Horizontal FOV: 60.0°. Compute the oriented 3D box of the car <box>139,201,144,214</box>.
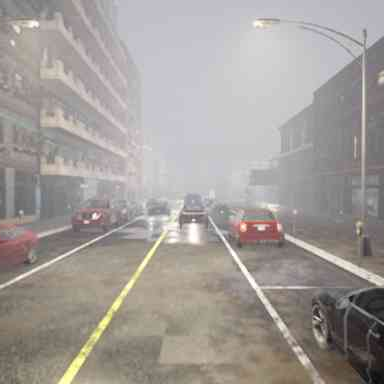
[{"bbox_3d":[-5.693,1.530,31.850,2.008,1.369,4.403,0,0,0],"label":"car"}]

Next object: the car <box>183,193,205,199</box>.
[{"bbox_3d":[0.101,1.196,40.988,2.150,2.045,5.566,0,0,0],"label":"car"}]

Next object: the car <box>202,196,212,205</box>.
[{"bbox_3d":[2.688,1.510,60.498,1.752,1.417,4.829,0,0,0],"label":"car"}]

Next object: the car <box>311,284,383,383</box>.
[{"bbox_3d":[2.686,1.562,3.362,1.947,1.339,4.313,0,0,0],"label":"car"}]

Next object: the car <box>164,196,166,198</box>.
[{"bbox_3d":[-5.692,1.514,65.860,1.752,1.417,4.829,0,0,0],"label":"car"}]

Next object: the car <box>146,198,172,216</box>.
[{"bbox_3d":[-3.008,1.544,31.672,1.994,1.385,4.181,0,0,0],"label":"car"}]

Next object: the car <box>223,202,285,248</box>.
[{"bbox_3d":[2.685,1.427,14.755,1.967,1.590,4.097,0,0,0],"label":"car"}]

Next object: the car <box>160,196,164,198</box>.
[{"bbox_3d":[-5.693,1.546,48.940,1.947,1.339,4.313,0,0,0],"label":"car"}]

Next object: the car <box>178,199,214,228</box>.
[{"bbox_3d":[0.102,1.474,22.054,2.128,1.511,4.902,0,0,0],"label":"car"}]

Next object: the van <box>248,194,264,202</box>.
[{"bbox_3d":[14.662,1.402,76.790,3.998,1.788,1.690,0,0,0],"label":"van"}]

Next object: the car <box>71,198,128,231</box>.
[{"bbox_3d":[-5.695,1.299,20.455,2.192,1.841,5.009,0,0,0],"label":"car"}]

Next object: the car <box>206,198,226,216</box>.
[{"bbox_3d":[2.688,1.529,31.845,2.008,1.369,4.403,0,0,0],"label":"car"}]

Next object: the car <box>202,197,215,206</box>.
[{"bbox_3d":[2.688,1.526,54.631,1.887,1.381,4.507,0,0,0],"label":"car"}]

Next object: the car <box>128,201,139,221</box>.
[{"bbox_3d":[-5.694,1.422,26.153,1.967,1.590,4.097,0,0,0],"label":"car"}]

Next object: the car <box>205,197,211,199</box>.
[{"bbox_3d":[2.688,1.522,43.237,1.887,1.381,4.507,0,0,0],"label":"car"}]

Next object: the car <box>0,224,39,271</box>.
[{"bbox_3d":[-5.694,1.574,9.062,1.802,1.307,4.206,0,0,0],"label":"car"}]
